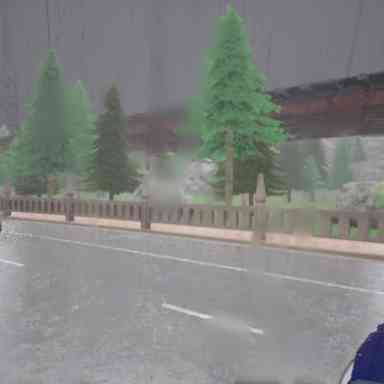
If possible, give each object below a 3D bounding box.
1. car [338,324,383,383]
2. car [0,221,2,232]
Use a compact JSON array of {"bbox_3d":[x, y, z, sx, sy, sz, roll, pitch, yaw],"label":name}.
[{"bbox_3d":[3.267,1.627,1.642,4.718,1.301,1.895,1,1,36],"label":"car"},{"bbox_3d":[-10.627,1.300,15.211,4.181,1.385,1.994,1,1,31],"label":"car"}]
